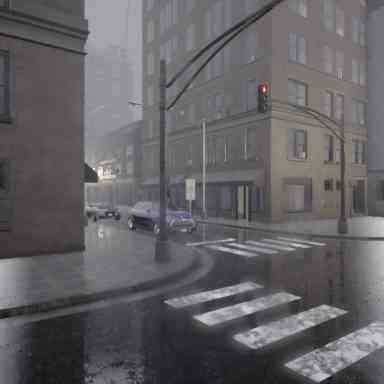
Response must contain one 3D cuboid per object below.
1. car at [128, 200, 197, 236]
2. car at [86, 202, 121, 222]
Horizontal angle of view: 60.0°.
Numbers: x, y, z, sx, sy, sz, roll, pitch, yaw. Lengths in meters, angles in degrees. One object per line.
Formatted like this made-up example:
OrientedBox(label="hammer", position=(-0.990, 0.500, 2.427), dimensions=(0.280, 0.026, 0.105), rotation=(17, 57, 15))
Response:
OrientedBox(label="car", position=(-1.692, 1.269, 17.936), dimensions=(2.097, 1.767, 4.553), rotation=(0, 0, -36))
OrientedBox(label="car", position=(-6.991, 1.433, 25.336), dimensions=(1.994, 1.385, 4.181), rotation=(0, 0, -35))
